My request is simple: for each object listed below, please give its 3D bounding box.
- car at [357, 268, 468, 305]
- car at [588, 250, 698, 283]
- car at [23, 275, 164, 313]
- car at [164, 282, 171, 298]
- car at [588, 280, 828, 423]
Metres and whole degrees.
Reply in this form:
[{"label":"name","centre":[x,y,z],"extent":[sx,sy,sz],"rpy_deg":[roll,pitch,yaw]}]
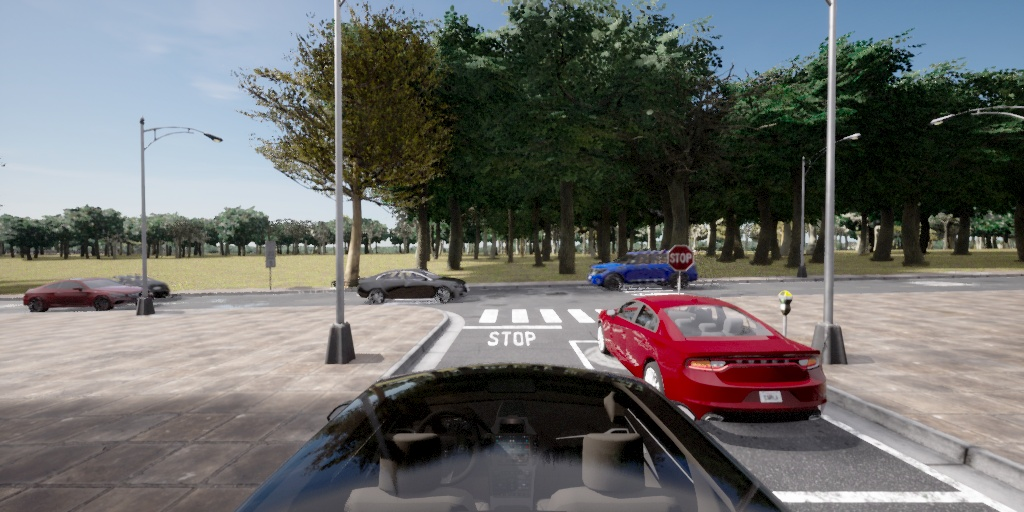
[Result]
[{"label":"car","centre":[-4.470,1.329,16.322],"extent":[4.902,1.511,2.128],"rpy_deg":[-1,1,0]},{"label":"car","centre":[6.936,0.744,19.248],"extent":[5.566,2.045,2.150],"rpy_deg":[-1,1,0]},{"label":"car","centre":[-19.238,1.724,16.349],"extent":[4.674,1.442,1.812],"rpy_deg":[-1,1,0]},{"label":"car","centre":[-21.104,1.759,19.301],"extent":[4.181,1.385,1.994],"rpy_deg":[-1,1,0]},{"label":"car","centre":[2.642,1.293,5.871],"extent":[1.888,1.381,4.507],"rpy_deg":[0,0,0]}]
